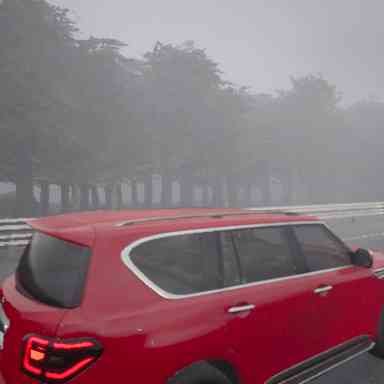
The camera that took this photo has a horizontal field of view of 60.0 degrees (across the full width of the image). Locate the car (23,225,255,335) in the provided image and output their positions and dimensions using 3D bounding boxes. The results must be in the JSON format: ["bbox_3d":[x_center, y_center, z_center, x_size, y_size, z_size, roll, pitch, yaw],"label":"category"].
[{"bbox_3d":[-0.964,1.591,7.361,4.718,1.301,1.895,0,0,-35],"label":"car"}]

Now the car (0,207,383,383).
[{"bbox_3d":[0.660,1.213,4.218,5.566,2.045,2.150,0,0,-35],"label":"car"}]
